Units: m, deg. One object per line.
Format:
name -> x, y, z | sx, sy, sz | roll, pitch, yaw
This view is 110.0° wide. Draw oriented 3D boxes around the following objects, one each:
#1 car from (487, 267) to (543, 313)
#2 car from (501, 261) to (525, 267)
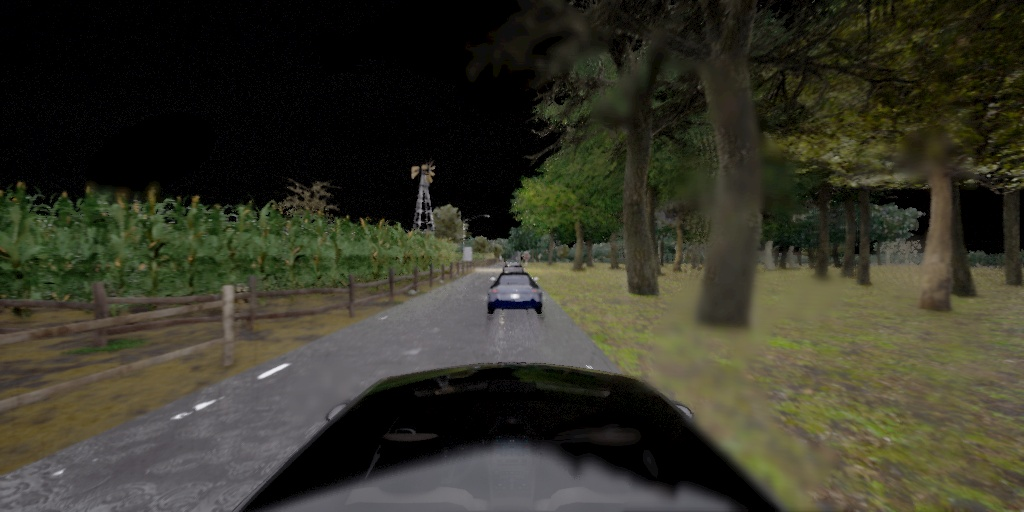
car -> 0.097, 1.295, 13.881 | 1.994, 1.385, 4.181 | 0, 0, 0
car -> 0.099, 1.203, 31.657 | 2.128, 1.511, 4.902 | 0, 0, 0
